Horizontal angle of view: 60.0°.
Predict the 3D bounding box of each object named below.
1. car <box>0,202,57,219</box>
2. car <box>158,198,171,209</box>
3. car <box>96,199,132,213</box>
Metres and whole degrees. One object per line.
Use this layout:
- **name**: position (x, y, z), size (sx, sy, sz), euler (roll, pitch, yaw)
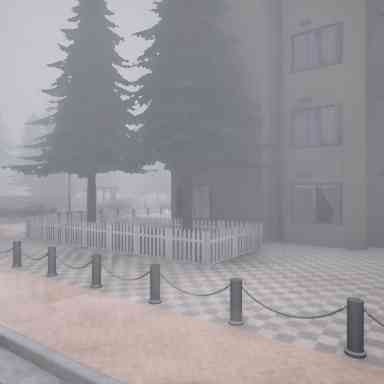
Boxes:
- **car**: position (-14.354, 1.585, 28.786), size (1.895, 1.301, 4.718), euler (0, 0, 37)
- **car**: position (-2.486, 1.510, 44.461), size (1.812, 1.442, 4.674), euler (0, 0, 37)
- **car**: position (-8.727, 1.476, 36.233), size (2.128, 1.511, 4.902), euler (0, 0, 37)
